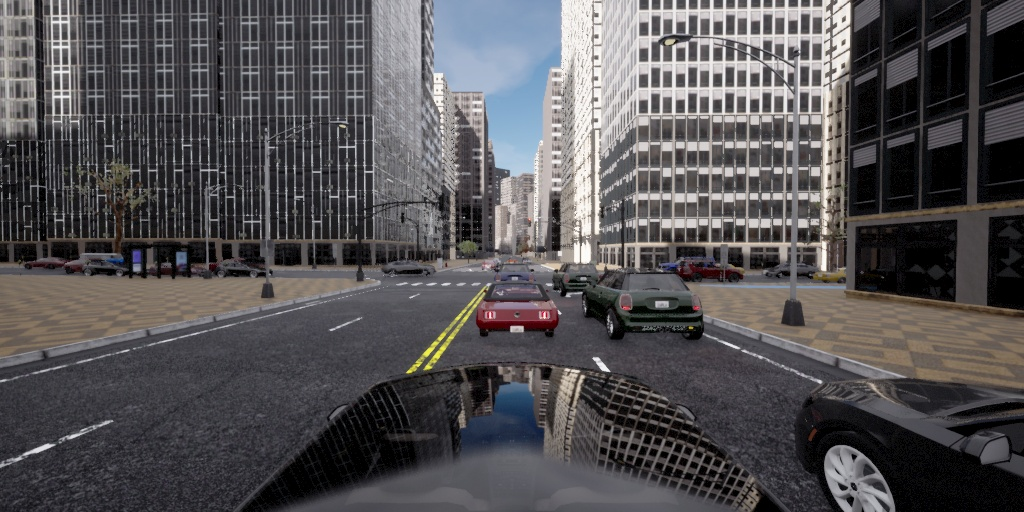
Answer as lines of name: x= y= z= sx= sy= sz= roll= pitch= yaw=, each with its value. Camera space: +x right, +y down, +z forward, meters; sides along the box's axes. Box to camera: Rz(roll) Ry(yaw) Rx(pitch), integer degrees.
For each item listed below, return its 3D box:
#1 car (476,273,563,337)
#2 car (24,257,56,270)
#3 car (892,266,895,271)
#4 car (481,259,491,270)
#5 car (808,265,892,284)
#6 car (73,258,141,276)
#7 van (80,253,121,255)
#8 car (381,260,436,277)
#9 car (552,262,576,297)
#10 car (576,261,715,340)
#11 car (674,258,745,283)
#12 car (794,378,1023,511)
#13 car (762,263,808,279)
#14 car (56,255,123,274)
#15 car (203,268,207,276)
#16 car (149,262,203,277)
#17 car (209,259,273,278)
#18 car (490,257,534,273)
car: x=0.115 y=1.347 z=10.229 sx=1.895 sy=1.301 sz=4.718 roll=0 pitch=0 yaw=0
car: x=-50.893 y=0.794 z=39.471 sx=4.207 sy=1.307 sz=1.802 roll=0 pitch=0 yaw=1
car: x=33.168 y=1.684 z=29.395 sx=4.207 sy=1.307 sz=1.802 roll=0 pitch=0 yaw=1
car: x=-3.229 y=1.241 z=50.698 sx=1.812 sy=1.442 sz=4.674 roll=0 pitch=0 yaw=0
car: x=27.698 y=1.579 z=29.500 sx=4.829 sy=1.417 sz=1.751 roll=0 pitch=0 yaw=1
car: x=-34.038 y=1.070 z=30.660 sx=4.313 sy=1.339 sz=1.948 roll=0 pitch=0 yaw=1
van: x=-45.211 y=0.605 z=39.344 sx=3.998 sy=1.789 sz=1.690 roll=0 pitch=0 yaw=1
car: x=-9.645 y=1.160 z=33.649 sx=4.902 sy=1.511 sz=2.128 roll=0 pitch=1 yaw=-10
car: x=3.384 y=1.093 z=19.070 sx=2.097 sy=1.767 sz=4.553 roll=0 pitch=0 yaw=0
car: x=3.359 y=1.098 z=10.133 sx=2.097 sy=1.767 sz=4.553 roll=0 pitch=0 yaw=0
car: x=16.250 y=1.269 z=29.721 sx=5.009 sy=1.841 sz=2.192 roll=0 pitch=0 yaw=1
car: x=3.343 y=1.255 z=1.078 sx=1.837 sy=1.490 sz=4.892 roll=0 pitch=0 yaw=0
car: x=27.351 y=1.449 z=35.280 sx=4.902 sy=1.511 sz=2.128 roll=0 pitch=1 yaw=1
car: x=-38.856 y=0.943 z=33.403 sx=4.674 sy=1.442 sz=1.812 roll=0 pitch=1 yaw=2
car: x=-25.044 y=1.020 z=33.091 sx=5.008 sy=1.535 sz=1.882 roll=0 pitch=1 yaw=1
car: x=-28.357 y=1.138 z=30.475 sx=4.207 sy=1.307 sz=1.802 roll=0 pitch=0 yaw=1
car: x=-22.674 y=1.174 z=30.330 sx=4.313 sy=1.339 sz=1.948 roll=0 pitch=0 yaw=1
car: x=0.135 y=1.092 z=19.223 sx=2.097 sy=1.767 sz=4.553 roll=0 pitch=0 yaw=0
